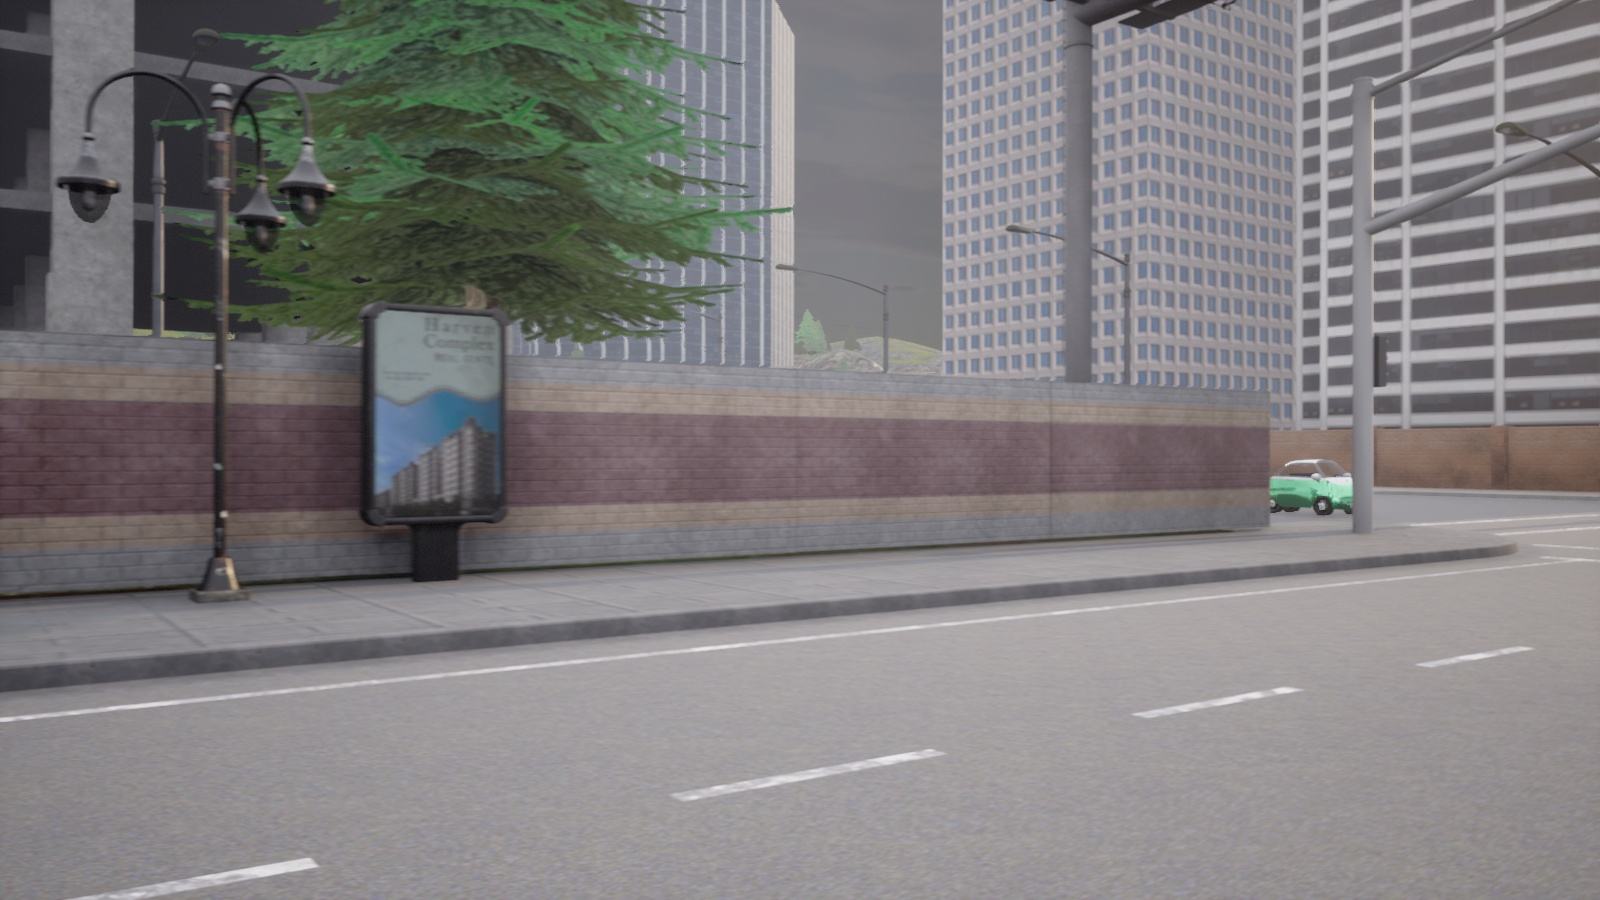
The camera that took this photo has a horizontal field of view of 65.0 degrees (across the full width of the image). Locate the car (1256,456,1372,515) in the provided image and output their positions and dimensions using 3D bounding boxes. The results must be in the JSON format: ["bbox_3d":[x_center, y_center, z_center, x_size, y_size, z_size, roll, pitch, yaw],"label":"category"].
[{"bbox_3d":[12.665,0.851,31.004,1.481,1.376,2.207,0,0,-35],"label":"car"}]
